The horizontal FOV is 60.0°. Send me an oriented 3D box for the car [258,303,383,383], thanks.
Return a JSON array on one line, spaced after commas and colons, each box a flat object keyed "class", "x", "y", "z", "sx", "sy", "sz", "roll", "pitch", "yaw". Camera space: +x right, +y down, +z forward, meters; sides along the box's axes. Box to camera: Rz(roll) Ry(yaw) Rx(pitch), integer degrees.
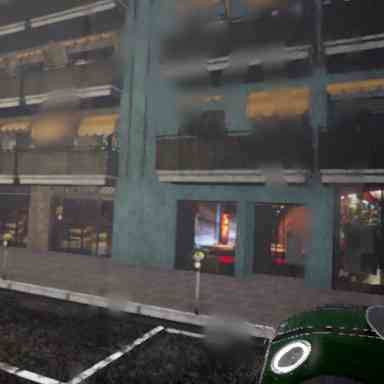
[{"class": "car", "x": 2.978, "y": 1.685, "z": 3.196, "sx": 4.553, "sy": 1.767, "sz": 2.097, "roll": 1, "pitch": -4, "yaw": 24}]
